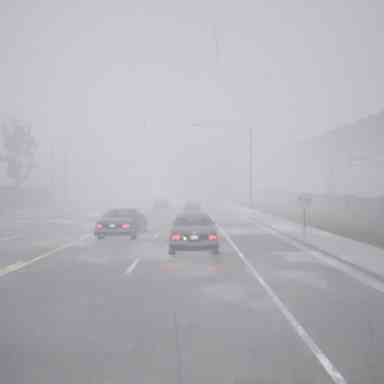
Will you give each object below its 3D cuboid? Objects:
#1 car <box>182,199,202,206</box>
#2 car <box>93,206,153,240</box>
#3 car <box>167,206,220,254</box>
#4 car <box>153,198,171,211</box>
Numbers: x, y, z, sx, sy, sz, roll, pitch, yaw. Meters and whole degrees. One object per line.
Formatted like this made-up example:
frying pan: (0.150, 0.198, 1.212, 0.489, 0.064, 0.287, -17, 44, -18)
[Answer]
car: (0.001, 1.412, 34.085, 1.812, 1.442, 4.674, 0, 0, 0)
car: (-3.449, 1.514, 16.896, 2.033, 1.411, 5.357, 0, 0, 0)
car: (0.064, 1.516, 13.298, 2.033, 1.411, 5.357, 0, 0, 0)
car: (-3.515, 1.377, 38.592, 1.812, 1.442, 4.674, 0, 1, 0)
